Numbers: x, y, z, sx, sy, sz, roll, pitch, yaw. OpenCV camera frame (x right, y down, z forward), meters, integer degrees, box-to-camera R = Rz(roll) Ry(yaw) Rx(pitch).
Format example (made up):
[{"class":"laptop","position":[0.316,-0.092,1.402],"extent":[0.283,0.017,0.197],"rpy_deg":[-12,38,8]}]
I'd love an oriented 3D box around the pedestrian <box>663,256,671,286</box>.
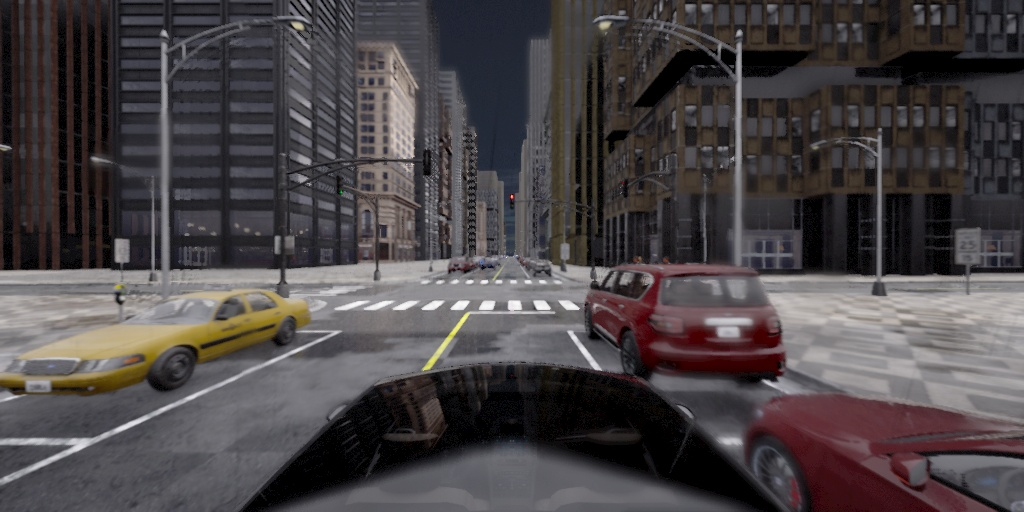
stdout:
[{"class":"pedestrian","position":[5.482,0.850,12.587],"extent":[0.375,1.860,0.375],"rpy_deg":[0,0,0]}]

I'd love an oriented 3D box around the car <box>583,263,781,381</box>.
[{"class":"car","position":[2.763,1.046,6.953],"extent":[2.192,1.841,5.009],"rpy_deg":[0,0,0]}]

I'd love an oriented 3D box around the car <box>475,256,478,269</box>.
[{"class":"car","position":[-5.759,1.040,45.200],"extent":[1.967,1.591,4.097],"rpy_deg":[0,0,0]}]

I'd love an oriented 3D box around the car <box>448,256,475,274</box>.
[{"class":"car","position":[-5.759,0.933,39.558],"extent":[2.192,1.841,5.009],"rpy_deg":[0,0,0]}]

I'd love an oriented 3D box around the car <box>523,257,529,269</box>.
[{"class":"car","position":[2.766,1.150,45.208],"extent":[2.007,1.370,4.403],"rpy_deg":[0,0,0]}]

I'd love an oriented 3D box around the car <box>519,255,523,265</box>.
[{"class":"car","position":[2.767,0.985,62.129],"extent":[1.967,1.591,4.097],"rpy_deg":[0,0,0]}]

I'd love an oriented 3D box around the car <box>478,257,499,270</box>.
[{"class":"car","position":[-3.078,1.195,47.004],"extent":[1.895,1.301,4.718],"rpy_deg":[0,0,0]}]

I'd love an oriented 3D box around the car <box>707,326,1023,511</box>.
[{"class":"car","position":[2.763,1.333,1.276],"extent":[1.802,1.307,4.207],"rpy_deg":[0,0,0]}]

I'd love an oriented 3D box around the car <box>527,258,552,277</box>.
[{"class":"car","position":[2.765,1.188,33.926],"extent":[2.007,1.370,4.403],"rpy_deg":[0,0,0]}]

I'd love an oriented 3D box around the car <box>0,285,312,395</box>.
[{"class":"car","position":[-5.762,1.257,6.774],"extent":[1.751,1.417,4.829],"rpy_deg":[0,0,0]}]

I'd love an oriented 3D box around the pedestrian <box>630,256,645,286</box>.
[{"class":"pedestrian","position":[4.623,0.846,13.195],"extent":[0.375,1.860,0.375],"rpy_deg":[0,0,0]}]

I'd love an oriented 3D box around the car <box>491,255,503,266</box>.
[{"class":"car","position":[-3.024,1.068,63.191],"extent":[1.812,1.442,4.674],"rpy_deg":[0,0,1]}]

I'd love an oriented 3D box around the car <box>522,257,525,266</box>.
[{"class":"car","position":[2.767,1.126,50.848],"extent":[1.888,1.381,4.507],"rpy_deg":[0,0,0]}]
